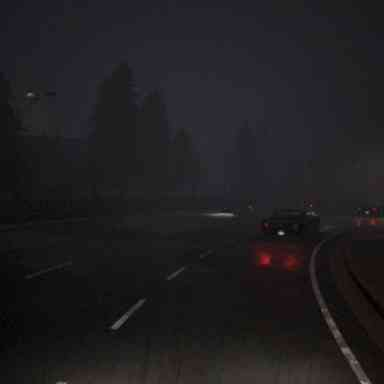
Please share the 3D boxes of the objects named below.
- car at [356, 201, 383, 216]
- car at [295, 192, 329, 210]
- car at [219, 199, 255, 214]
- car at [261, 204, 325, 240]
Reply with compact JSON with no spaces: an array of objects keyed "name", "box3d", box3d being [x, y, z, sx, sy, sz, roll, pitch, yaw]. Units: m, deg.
[{"name":"car","box3d":[16.873,1.510,30.900,1.895,1.301,4.718,1,0,41]},{"name":"car","box3d":[13.862,1.067,38.251,2.150,2.045,5.566,1,0,41]},{"name":"car","box3d":[4.471,1.377,32.958,1.994,1.385,4.181,1,0,41]},{"name":"car","box3d":[5.101,1.525,16.610,1.895,1.301,4.718,1,0,31]}]
